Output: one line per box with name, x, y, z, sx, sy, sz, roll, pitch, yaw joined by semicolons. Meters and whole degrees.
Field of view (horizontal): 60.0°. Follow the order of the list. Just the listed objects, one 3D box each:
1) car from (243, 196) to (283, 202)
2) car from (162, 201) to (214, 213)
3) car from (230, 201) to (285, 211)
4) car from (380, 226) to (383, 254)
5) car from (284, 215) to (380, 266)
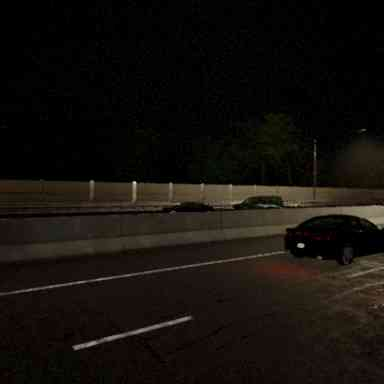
car;5.964;1.373;29.736;5.566;2.045;2.150;0;0;-35
car;-0.315;1.593;29.558;5.008;1.535;1.882;0;0;-35
car;5.263;1.654;24.939;4.674;1.442;1.812;0;0;-35
car;7.233;1.580;8.904;4.892;1.490;1.837;0;0;-35
car;5.450;1.555;11.931;5.008;1.535;1.882;0;0;-35
